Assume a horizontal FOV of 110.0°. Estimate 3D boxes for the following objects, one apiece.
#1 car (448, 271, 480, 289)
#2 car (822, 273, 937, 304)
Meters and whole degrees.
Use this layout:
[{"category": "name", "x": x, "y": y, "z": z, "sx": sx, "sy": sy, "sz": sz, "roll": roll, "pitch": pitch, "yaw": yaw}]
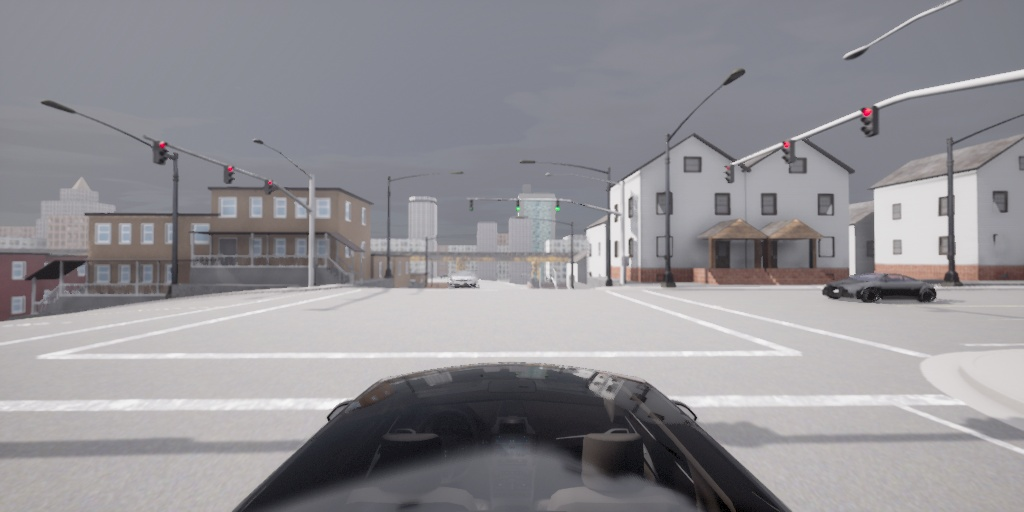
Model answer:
[{"category": "car", "x": -3.507, "y": 1.876, "z": 26.963, "sx": 1.812, "sy": 1.442, "sz": 4.674, "roll": 0, "pitch": -7, "yaw": 0}, {"category": "car", "x": 17.622, "y": 1.508, "z": 17.327, "sx": 4.181, "sy": 1.385, "sz": 1.994, "roll": 0, "pitch": -1, "yaw": -1}]
